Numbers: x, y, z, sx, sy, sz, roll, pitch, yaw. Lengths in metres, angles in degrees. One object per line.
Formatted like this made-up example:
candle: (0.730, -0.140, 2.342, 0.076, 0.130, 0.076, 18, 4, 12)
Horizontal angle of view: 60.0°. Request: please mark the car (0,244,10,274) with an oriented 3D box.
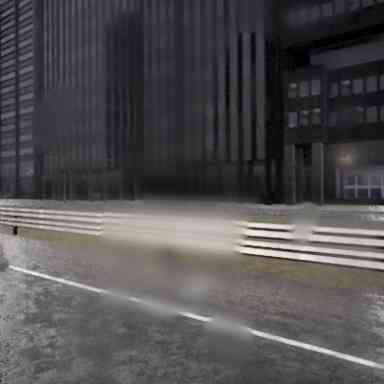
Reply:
car: (-6.926, 1.527, 8.866, 5.357, 1.411, 2.033, 0, 0, 36)
